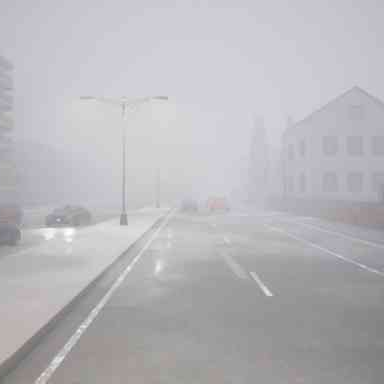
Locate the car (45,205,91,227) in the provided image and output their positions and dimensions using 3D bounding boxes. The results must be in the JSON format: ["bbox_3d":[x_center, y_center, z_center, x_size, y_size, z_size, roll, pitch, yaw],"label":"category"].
[{"bbox_3d":[-8.329,1.564,22.693,1.994,1.385,4.181,0,0,-1],"label":"car"}]

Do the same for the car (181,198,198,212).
[{"bbox_3d":[-0.309,1.601,38.265,1.895,1.301,4.718,0,0,-1],"label":"car"}]

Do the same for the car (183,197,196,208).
[{"bbox_3d":[-0.427,1.525,48.219,1.812,1.442,4.674,0,0,-1],"label":"car"}]

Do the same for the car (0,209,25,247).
[{"bbox_3d":[-8.231,1.562,12.496,1.994,1.385,4.181,0,0,-3],"label":"car"}]

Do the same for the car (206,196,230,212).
[{"bbox_3d":[3.137,1.352,38.600,2.097,1.767,4.553,0,0,0],"label":"car"}]

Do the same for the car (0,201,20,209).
[{"bbox_3d":[-11.767,1.351,19.437,2.097,1.767,4.553,0,0,0],"label":"car"}]
